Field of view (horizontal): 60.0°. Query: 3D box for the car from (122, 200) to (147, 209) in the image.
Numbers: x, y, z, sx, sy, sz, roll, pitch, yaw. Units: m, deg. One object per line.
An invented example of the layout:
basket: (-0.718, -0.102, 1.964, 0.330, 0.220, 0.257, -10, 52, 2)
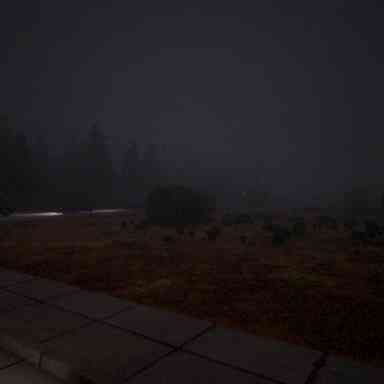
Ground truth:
car: (-7.644, 1.756, 47.484, 1.895, 1.301, 4.718, 0, 0, 37)

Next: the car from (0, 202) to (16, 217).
car: (-19.443, 1.647, 31.564, 2.128, 1.511, 4.902, 0, 0, 37)

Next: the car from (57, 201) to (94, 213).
car: (-13.712, 1.720, 39.306, 1.994, 1.385, 4.181, 0, 0, 37)
